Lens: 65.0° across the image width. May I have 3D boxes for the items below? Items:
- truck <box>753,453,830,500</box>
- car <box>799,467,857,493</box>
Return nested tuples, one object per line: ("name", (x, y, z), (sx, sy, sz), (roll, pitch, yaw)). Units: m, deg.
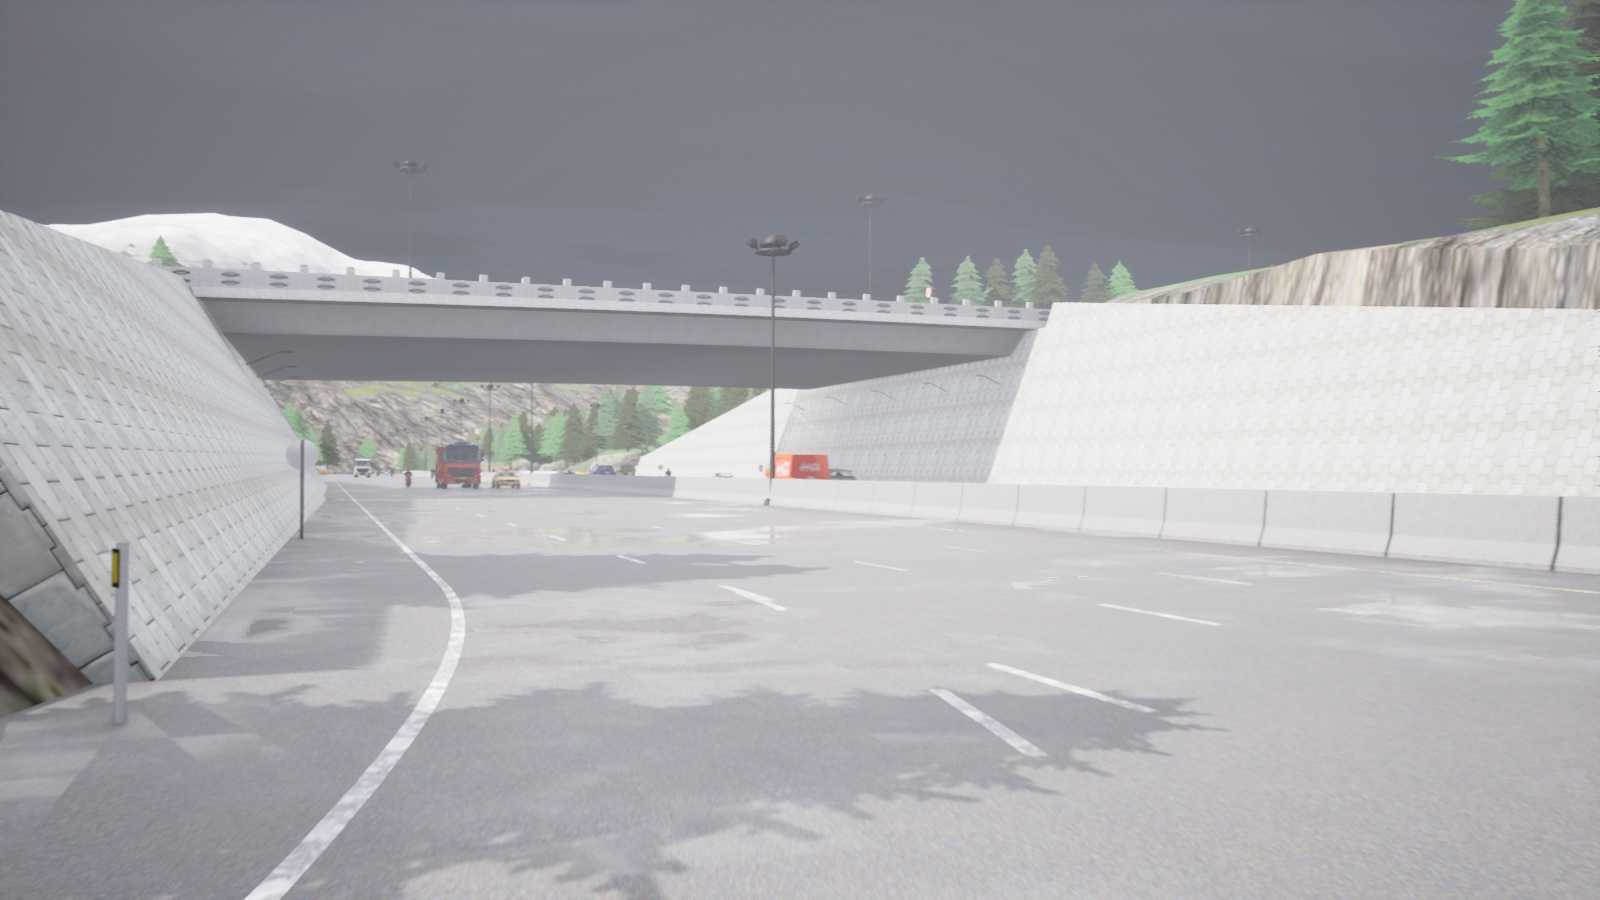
("truck", (-0.525, 1.441, 69.434), (2.627, 2.467, 5.204), (0, -1, -21))
("car", (1.811, 1.977, 82.914), (2.242, 1.667, 4.611), (0, -1, -21))
